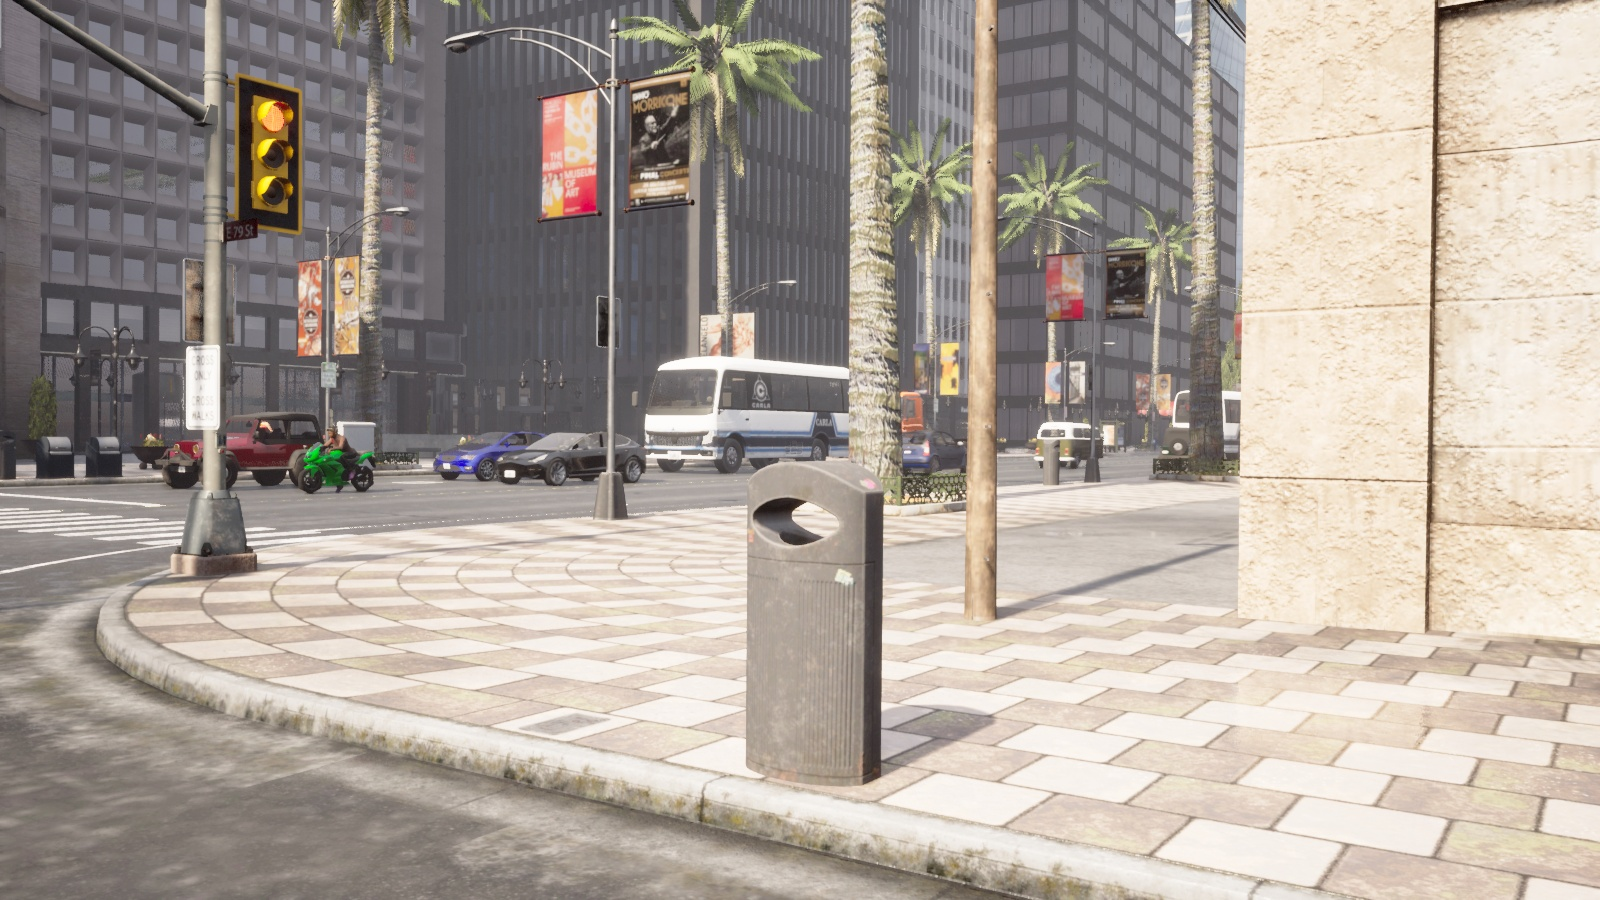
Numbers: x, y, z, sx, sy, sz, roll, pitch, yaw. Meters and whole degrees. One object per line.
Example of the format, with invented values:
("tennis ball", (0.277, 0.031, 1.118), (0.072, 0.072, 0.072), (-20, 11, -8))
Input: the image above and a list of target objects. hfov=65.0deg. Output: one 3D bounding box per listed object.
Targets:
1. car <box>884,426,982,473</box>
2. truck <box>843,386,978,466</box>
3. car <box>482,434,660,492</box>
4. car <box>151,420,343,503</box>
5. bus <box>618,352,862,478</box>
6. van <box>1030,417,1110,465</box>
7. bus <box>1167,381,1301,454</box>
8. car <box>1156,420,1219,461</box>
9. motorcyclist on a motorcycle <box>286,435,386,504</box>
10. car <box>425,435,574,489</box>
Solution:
("car", (4.853, -0.035, 45.484), (1.851, 1.617, 3.988), (0, 1, 34))
("truck", (5.314, -1.102, 58.869), (2.891, 3.462, 7.936), (0, 1, 33))
("car", (-6.296, 0.309, 35.092), (2.163, 1.488, 4.792), (0, 1, 34))
("car", (-13.428, 0.230, 30.680), (1.905, 1.878, 3.866), (0, 1, 34))
("bus", (-1.975, -1.281, 47.871), (3.944, 4.253, 10.273), (0, 1, 34))
("van", (12.207, -0.429, 56.629), (2.069, 2.038, 4.480), (0, 1, 33))
("bus", (27.082, -1.955, 78.004), (3.944, 4.253, 10.273), (0, 1, 43))
("car", (18.517, -0.458, 59.907), (1.905, 1.878, 3.866), (0, 1, 33))
("motorcyclist on a motorcycle", (-10.567, 0.418, 28.681), (0.797, 1.523, 2.044), (0, 1, 34))
("car", (-8.902, 0.314, 37.493), (1.816, 1.474, 4.193), (0, 1, 34))
